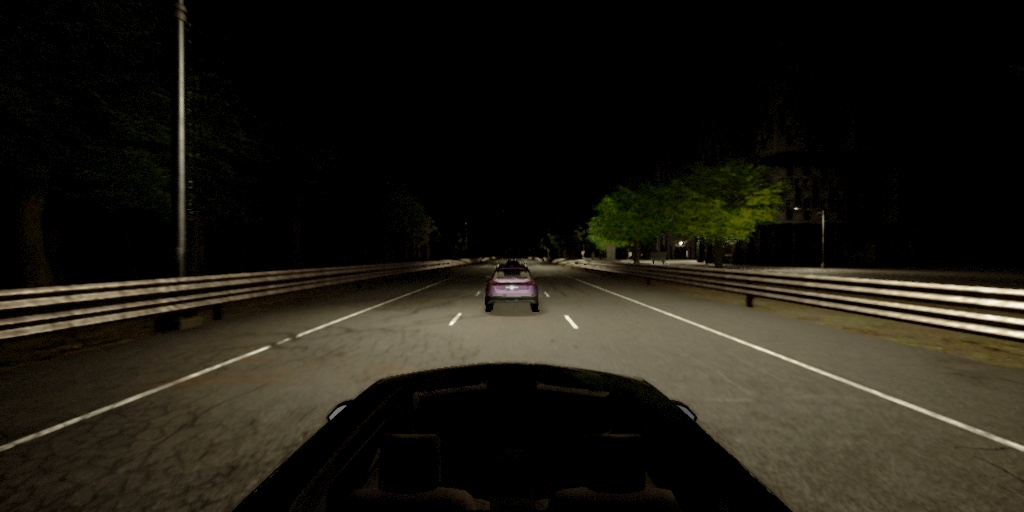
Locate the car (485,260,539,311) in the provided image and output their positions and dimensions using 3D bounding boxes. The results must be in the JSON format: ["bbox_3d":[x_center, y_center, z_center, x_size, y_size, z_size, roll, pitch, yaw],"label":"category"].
[{"bbox_3d":[-0.001,1.122,14.141,2.033,1.649,4.856,0,0,0],"label":"car"}]
